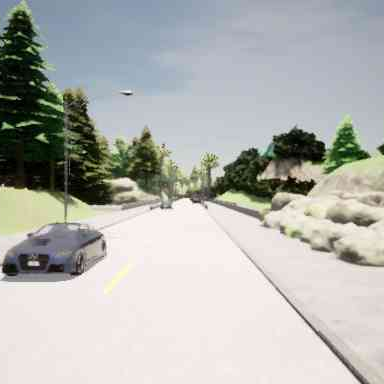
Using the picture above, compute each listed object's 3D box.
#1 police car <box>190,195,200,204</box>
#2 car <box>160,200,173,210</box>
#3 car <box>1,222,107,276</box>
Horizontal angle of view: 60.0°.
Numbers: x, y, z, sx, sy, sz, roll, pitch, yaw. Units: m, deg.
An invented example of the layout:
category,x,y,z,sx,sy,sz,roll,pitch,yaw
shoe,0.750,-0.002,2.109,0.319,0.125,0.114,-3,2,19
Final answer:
category,x,y,z,sx,sy,sz,roll,pitch,yaw
police car,1.173,2.406,88.869,1.930,1.638,5.238,0,-1,0
car,-4.046,2.079,53.249,2.128,1.511,4.902,0,-1,1
car,-4.098,1.682,10.599,1.994,1.385,4.181,0,-1,0
